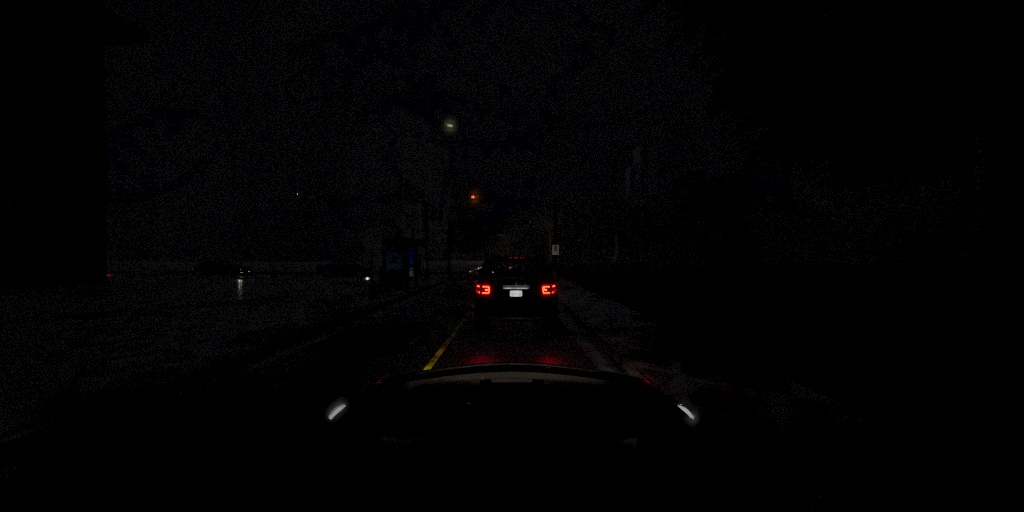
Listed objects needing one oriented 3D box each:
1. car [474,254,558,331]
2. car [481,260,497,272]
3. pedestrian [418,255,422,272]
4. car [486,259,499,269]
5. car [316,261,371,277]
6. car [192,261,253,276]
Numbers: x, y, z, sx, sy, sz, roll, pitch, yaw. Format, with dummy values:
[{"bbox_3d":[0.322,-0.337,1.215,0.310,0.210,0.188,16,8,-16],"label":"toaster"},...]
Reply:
[{"bbox_3d":[0.103,0.968,11.066,2.150,2.045,5.566,0,0,0],"label":"car"},{"bbox_3d":[-3.086,1.249,47.966,2.033,1.411,5.357,0,0,-3],"label":"car"},{"bbox_3d":[-10.058,0.800,38.859,0.375,1.860,0.375,0,0,1],"label":"pedestrian"},{"bbox_3d":[-3.050,1.212,57.510,1.812,1.442,4.674,0,0,0],"label":"car"},{"bbox_3d":[-15.146,1.176,32.761,5.008,1.535,1.882,0,0,0],"label":"car"},{"bbox_3d":[-26.623,1.172,33.057,4.892,1.490,1.837,0,0,2],"label":"car"}]
